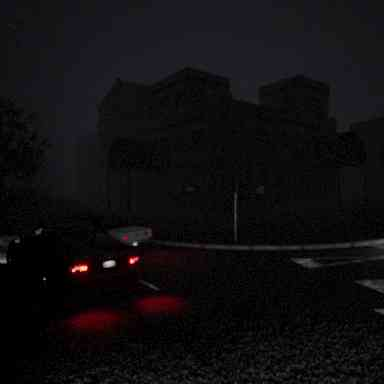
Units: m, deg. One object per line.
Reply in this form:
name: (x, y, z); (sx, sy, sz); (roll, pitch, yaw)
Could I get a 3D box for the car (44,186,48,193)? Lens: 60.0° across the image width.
car: (-37.677, -0.039, 79.104); (4.792, 1.488, 2.163); (0, 2, -18)

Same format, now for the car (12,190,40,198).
car: (-32.959, 0.387, 66.163); (4.674, 1.452, 2.002); (0, 2, -21)

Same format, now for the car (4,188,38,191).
car: (-25.421, 0.711, 48.707); (4.553, 1.767, 2.185); (0, 1, -24)

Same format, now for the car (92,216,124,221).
car: (-4.004, 1.593, 13.025); (4.718, 1.301, 1.895); (0, 0, 28)

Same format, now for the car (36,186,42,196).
car: (-27.690, 0.456, 53.715); (5.566, 2.045, 2.435); (0, 1, -24)

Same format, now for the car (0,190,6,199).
car: (-36.764, 0.443, 62.750); (2.128, 1.511, 4.902); (0, 2, -21)

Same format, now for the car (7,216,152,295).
car: (-3.344, 1.542, 8.823); (2.033, 1.411, 5.357); (0, 0, -40)

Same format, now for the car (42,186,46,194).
car: (-35.835, 0.106, 73.829); (4.892, 1.521, 2.231); (0, 2, -19)

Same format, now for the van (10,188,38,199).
van: (-30.809, 0.273, 61.138); (4.442, 1.987, 1.878); (0, 2, -22)

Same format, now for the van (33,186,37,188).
van: (-26.688, 0.546, 51.156); (4.442, 1.987, 1.878); (0, 1, -24)

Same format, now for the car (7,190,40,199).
car: (-32.126, 0.421, 63.557); (5.366, 1.575, 1.946); (0, 2, -22)

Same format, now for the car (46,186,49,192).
car: (-39.336, -0.474, 84.302); (5.566, 2.045, 2.435); (0, 1, -17)

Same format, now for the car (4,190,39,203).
car: (-24.323, 0.900, 46.184); (4.892, 1.521, 2.231); (0, 1, -24)
